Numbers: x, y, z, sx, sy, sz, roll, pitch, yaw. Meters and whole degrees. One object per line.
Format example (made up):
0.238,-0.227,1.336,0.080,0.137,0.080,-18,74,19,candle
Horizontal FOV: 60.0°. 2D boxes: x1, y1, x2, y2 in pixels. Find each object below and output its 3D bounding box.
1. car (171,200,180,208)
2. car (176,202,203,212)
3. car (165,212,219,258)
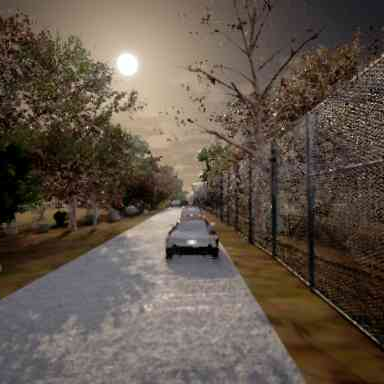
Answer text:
-3.035,2.408,65.028,1.837,1.490,4.892,0,-1,0,car
-0.030,1.846,27.543,2.033,1.411,5.357,0,-1,0,car
0.013,1.711,13.397,1.994,1.385,4.181,0,-1,0,car
